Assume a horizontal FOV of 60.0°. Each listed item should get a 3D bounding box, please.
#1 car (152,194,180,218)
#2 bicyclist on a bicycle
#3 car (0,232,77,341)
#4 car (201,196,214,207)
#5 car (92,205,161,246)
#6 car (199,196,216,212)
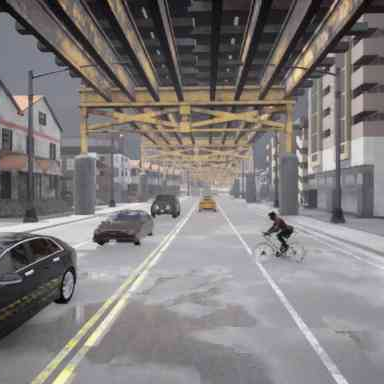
[{"bbox_3d":[-2.284,1.189,29.801,2.150,2.045,5.566,0,0,3],"label":"car"},{"bbox_3d":[2.713,1.452,10.452,1.656,1.620,0.582,-2,0,3],"label":"bicyclist on a bicycle"},{"bbox_3d":[-3.473,1.505,5.412,1.837,1.490,4.892,0,0,2],"label":"car"},{"bbox_3d":[2.237,1.316,48.590,1.837,1.490,4.892,0,1,3],"label":"car"},{"bbox_3d":[-2.976,1.547,15.726,2.033,1.411,5.357,0,0,3],"label":"car"},{"bbox_3d":[1.772,1.390,38.194,1.882,1.535,5.008,0,0,3],"label":"car"}]
